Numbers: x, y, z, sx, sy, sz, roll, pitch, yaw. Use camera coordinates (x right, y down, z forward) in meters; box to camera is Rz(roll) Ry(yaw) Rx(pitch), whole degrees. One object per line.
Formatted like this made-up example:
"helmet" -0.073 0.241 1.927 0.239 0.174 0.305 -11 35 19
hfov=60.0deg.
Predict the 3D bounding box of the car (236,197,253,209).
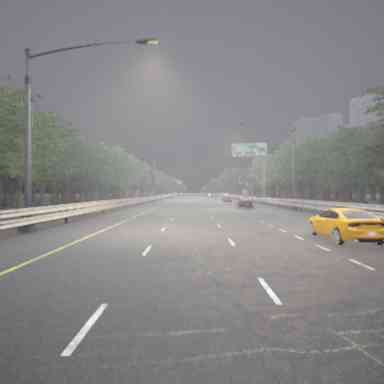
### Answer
"car" 7.139 1.470 45.637 1.882 1.535 5.008 0 0 0

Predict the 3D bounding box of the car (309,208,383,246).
"car" 7.023 1.480 15.446 1.882 1.535 5.008 0 0 0

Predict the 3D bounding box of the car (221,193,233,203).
"car" 7.287 1.506 70.727 2.033 1.411 5.357 0 0 0
